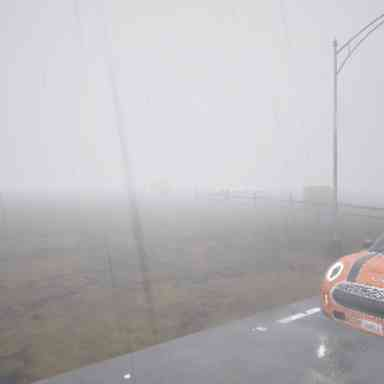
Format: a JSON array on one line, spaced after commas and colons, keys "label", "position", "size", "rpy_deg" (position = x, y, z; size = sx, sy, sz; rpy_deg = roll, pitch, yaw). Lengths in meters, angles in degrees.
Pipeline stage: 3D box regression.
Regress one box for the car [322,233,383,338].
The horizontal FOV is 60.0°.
[{"label": "car", "position": [4.421, 1.348, 6.109], "size": [4.553, 1.767, 2.097], "rpy_deg": [0, 0, -36]}]
